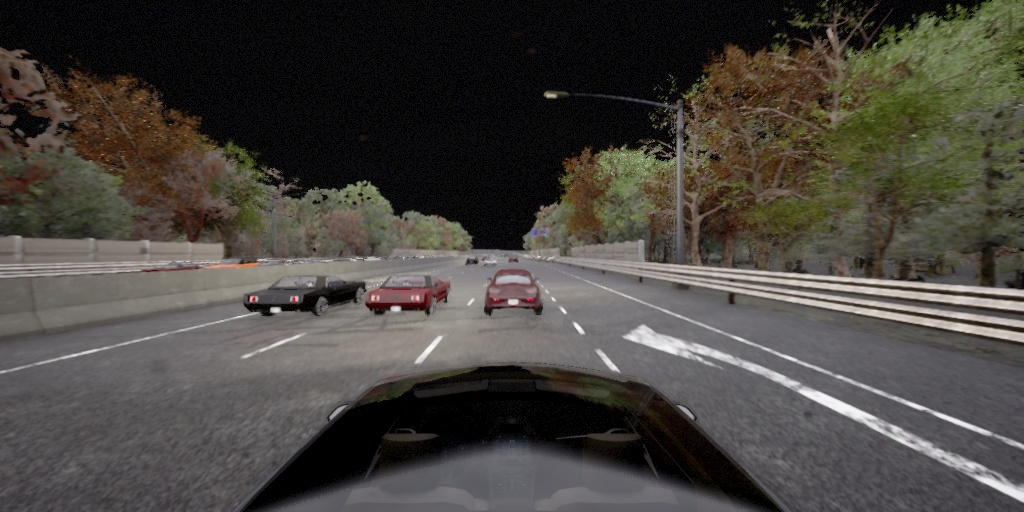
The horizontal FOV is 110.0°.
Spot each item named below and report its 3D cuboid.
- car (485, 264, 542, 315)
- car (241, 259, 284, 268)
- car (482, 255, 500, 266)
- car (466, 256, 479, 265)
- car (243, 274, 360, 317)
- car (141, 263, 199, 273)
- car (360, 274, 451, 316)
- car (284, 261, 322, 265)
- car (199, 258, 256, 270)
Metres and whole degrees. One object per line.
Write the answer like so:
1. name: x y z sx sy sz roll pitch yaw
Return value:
1. car: 0.045 1.189 13.015 1.812 1.442 4.674 0 0 0
2. car: -20.948 1.153 31.435 1.994 1.385 4.181 0 0 1
3. car: -3.262 0.945 56.076 1.895 1.301 4.718 0 0 0
4. car: -6.738 0.788 62.035 1.882 1.535 5.008 0 0 0
5. car: -6.957 1.288 12.792 1.895 1.301 4.718 0 0 0
6. car: -27.957 1.223 29.984 1.895 1.301 4.718 0 0 1
7. car: -3.455 1.276 12.936 1.895 1.301 4.718 0 0 0
8. car: -17.448 1.142 31.419 1.994 1.385 4.181 0 0 1
9. car: -24.443 0.949 31.742 2.097 1.767 4.553 0 0 1
